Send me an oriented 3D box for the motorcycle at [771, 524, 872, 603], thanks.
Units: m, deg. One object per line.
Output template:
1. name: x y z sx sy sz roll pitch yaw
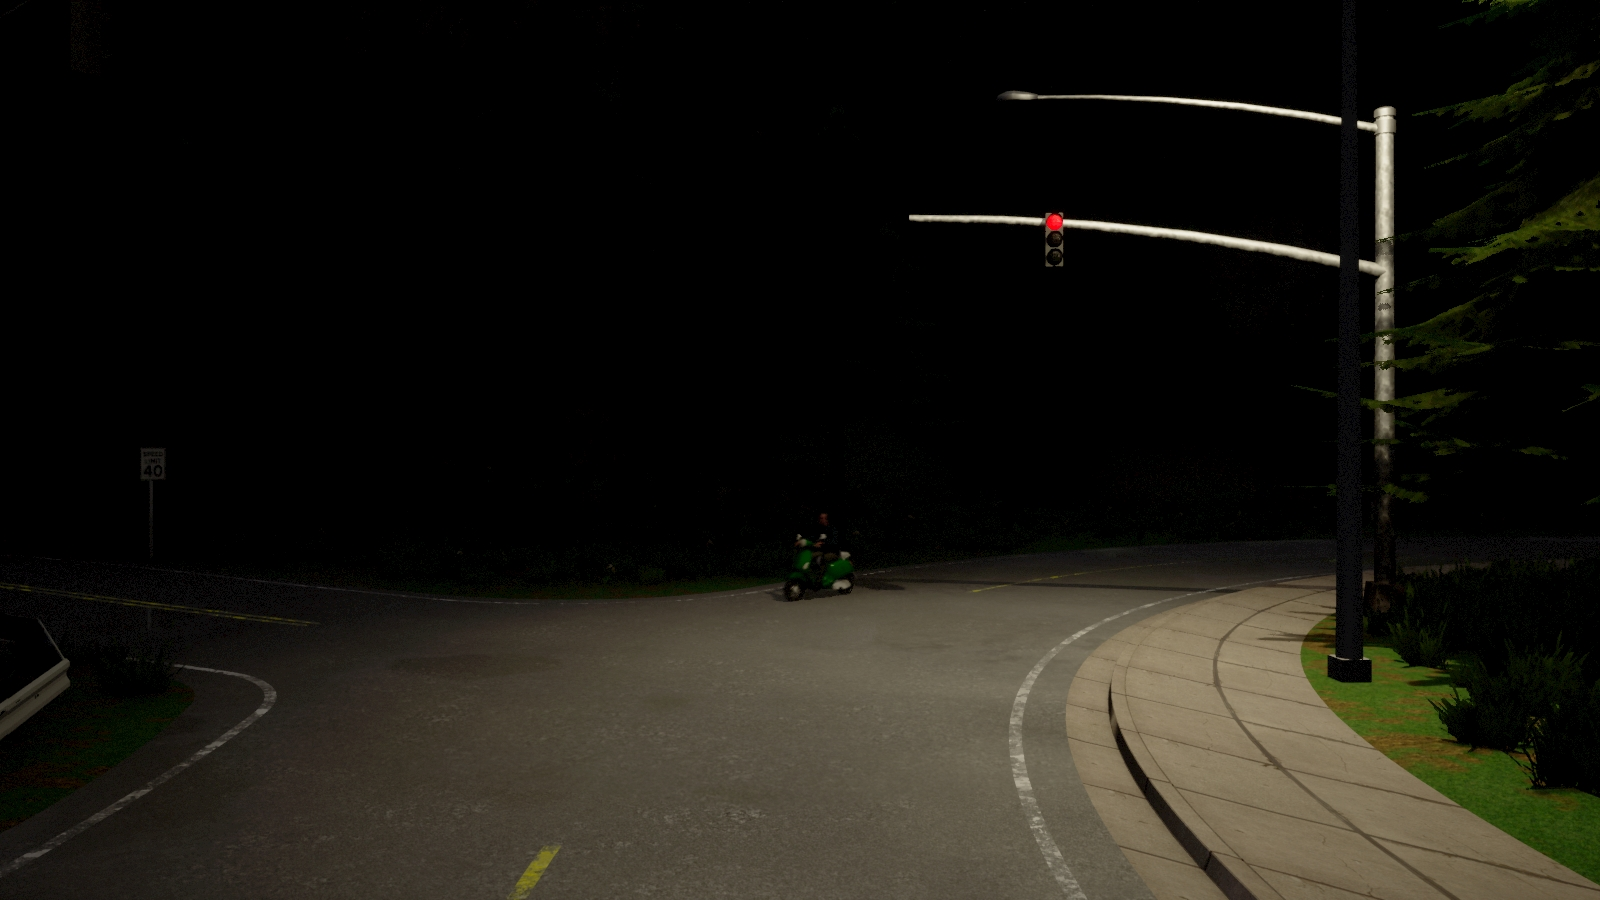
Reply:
1. motorcycle: 0.419 2.126 21.709 1.805 1.316 0.856 -1 0 -43
